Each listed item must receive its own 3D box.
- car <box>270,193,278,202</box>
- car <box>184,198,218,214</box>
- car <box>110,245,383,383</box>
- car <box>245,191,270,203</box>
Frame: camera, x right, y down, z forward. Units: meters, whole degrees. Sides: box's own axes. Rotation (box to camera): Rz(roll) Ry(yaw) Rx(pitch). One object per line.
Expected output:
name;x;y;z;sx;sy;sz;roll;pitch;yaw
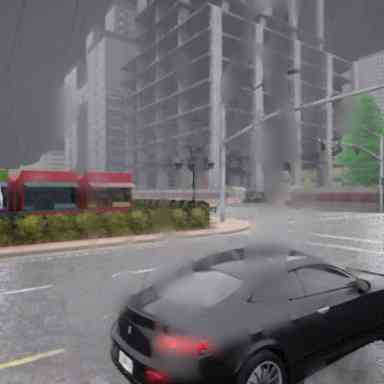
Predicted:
car;13.414;0.847;59.414;1.905;1.878;3.866;0;0;-36
car;0.455;1.311;31.930;1.882;1.535;5.008;0;0;-36
car;1.222;1.505;4.650;4.674;1.442;1.812;0;0;-35
car;11.022;0.865;57.703;1.905;1.878;3.866;0;0;-36
